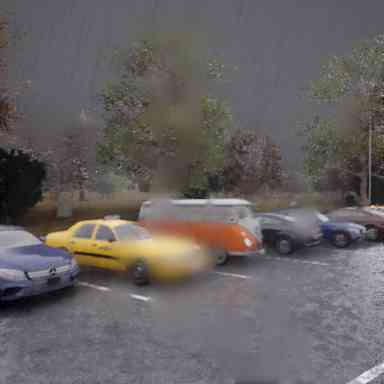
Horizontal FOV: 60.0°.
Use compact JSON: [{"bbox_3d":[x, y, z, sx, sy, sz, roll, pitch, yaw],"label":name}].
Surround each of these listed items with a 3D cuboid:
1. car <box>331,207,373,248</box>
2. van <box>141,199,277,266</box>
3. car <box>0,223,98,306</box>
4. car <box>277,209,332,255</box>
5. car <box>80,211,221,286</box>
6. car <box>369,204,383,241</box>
[{"bbox_3d":[5.086,1.486,14.663,4.674,1.452,2.002,0,0,36],"label":"car"},{"bbox_3d":[0.300,1.235,11.244,4.442,1.987,1.878,-1,-1,35],"label":"van"},{"bbox_3d":[-4.651,1.523,7.883,4.674,1.452,2.002,-1,-1,34],"label":"car"},{"bbox_3d":[2.643,1.494,13.001,4.674,1.452,2.002,-1,0,35],"label":"car"},{"bbox_3d":[-2.073,1.466,9.494,5.366,1.575,1.946,-1,-1,35],"label":"car"},{"bbox_3d":[7.510,1.477,16.340,4.674,1.452,2.002,-1,0,36],"label":"car"}]
